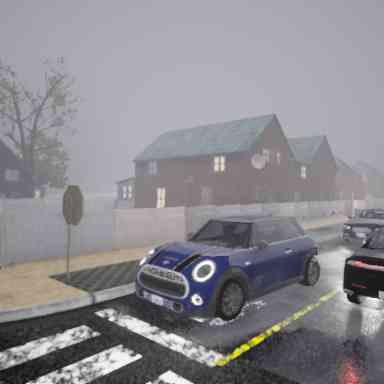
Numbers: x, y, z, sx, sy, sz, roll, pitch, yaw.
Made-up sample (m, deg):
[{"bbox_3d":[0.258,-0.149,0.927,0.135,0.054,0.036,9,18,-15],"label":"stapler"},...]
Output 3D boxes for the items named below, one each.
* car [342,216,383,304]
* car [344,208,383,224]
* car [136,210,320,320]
[{"bbox_3d":[4.836,1.502,7.198,2.128,1.511,4.902,0,0,42],"label":"car"},{"bbox_3d":[8.670,1.540,15.660,2.128,1.511,4.902,0,0,42],"label":"car"},{"bbox_3d":[0.993,1.330,7.462,4.553,1.767,2.097,0,0,-44],"label":"car"}]
